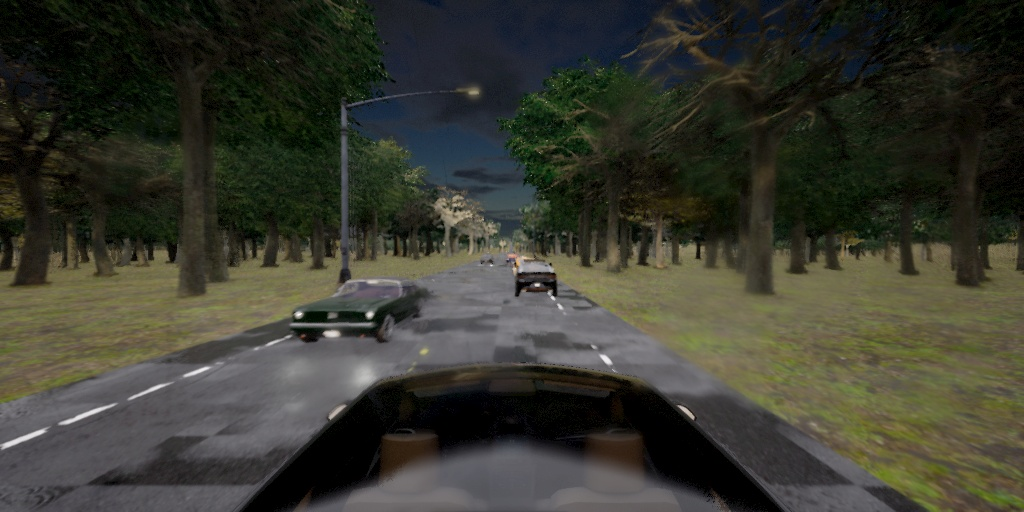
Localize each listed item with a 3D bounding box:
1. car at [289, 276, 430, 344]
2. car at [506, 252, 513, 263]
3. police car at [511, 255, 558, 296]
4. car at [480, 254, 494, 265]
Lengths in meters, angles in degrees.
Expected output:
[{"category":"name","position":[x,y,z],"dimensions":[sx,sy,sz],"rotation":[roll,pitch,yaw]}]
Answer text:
[{"category":"car","position":[-3.597,1.237,9.405],"dimensions":[1.895,1.301,4.718],"rotation":[0,1,0]},{"category":"car","position":[0.011,0.455,55.713],"dimensions":[1.895,1.301,4.718],"rotation":[0,1,0]},{"category":"police car","position":[1.047,0.941,17.391],"dimensions":[1.930,1.638,5.238],"rotation":[0,1,0]},{"category":"car","position":[-3.555,0.434,51.643],"dimensions":[1.837,1.490,4.892],"rotation":[0,1,1]}]
